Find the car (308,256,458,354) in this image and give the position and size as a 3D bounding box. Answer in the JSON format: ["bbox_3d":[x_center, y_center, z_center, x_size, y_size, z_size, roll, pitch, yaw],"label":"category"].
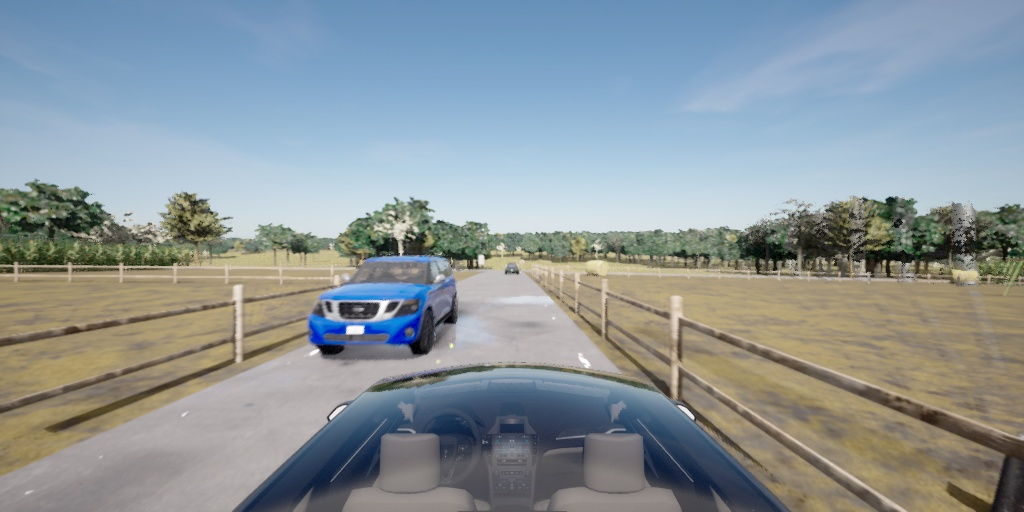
[{"bbox_3d":[-2.766,0.995,9.154,2.150,2.045,5.566,0,-1,0],"label":"car"}]

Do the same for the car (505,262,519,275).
[{"bbox_3d":[0.009,1.817,48.799,1.994,1.385,4.181,0,-1,0],"label":"car"}]
